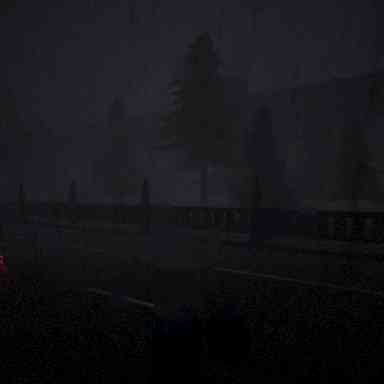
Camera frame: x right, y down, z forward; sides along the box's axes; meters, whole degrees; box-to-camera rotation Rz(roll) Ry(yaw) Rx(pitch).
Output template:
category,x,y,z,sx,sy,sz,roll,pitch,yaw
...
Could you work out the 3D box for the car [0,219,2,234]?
category,x,y,z,sx,sy,sz,roll,pitch,yaw
car,-11.140,1.510,16.239,4.892,1.490,1.837,0,0,36
